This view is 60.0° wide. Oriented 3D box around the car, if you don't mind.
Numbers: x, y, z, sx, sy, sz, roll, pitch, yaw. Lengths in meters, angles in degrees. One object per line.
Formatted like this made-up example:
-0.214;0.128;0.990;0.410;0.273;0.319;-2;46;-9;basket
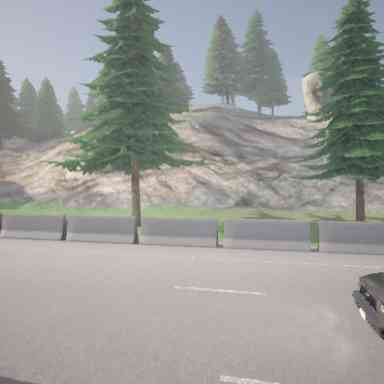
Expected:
5.289;1.538;4.630;5.357;1.411;2.033;0;0;15;car
